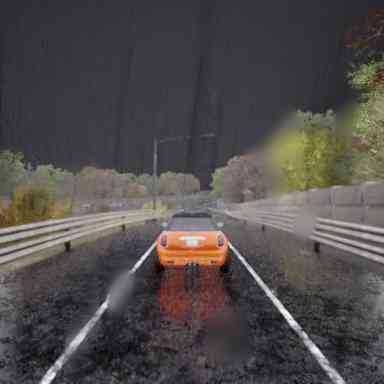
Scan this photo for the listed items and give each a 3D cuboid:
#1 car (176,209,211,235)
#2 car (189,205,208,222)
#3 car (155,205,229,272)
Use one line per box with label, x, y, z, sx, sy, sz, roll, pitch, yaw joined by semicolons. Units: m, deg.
car;0.109;1.952;22.768;2.128;1.511;4.902;0;-2;1
car;0.892;2.668;42.017;2.150;2.045;5.566;0;-3;3
car;0.011;1.459;11.269;2.097;1.767;4.553;0;-1;0
